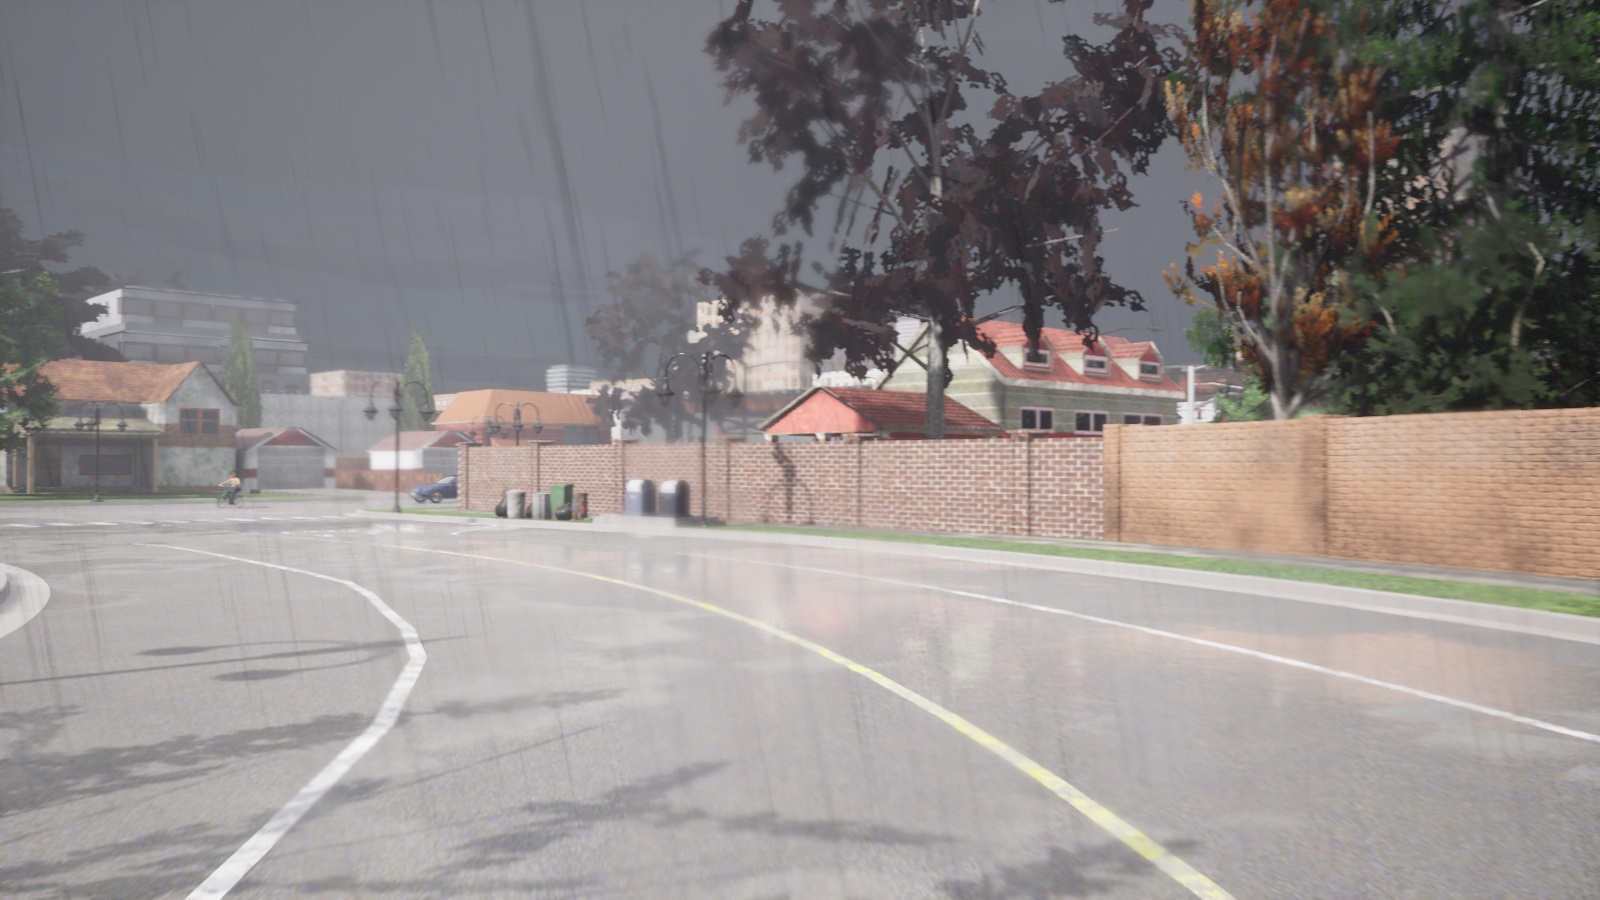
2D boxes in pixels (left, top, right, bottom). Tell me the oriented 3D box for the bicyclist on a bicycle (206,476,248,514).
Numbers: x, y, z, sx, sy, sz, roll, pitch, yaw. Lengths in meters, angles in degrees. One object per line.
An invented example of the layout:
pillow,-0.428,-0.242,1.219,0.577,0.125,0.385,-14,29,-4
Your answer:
bicyclist on a bicycle,-25.015,1.965,54.839,0.866,1.612,1.509,1,0,19

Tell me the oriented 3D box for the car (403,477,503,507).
car,-17.895,2.137,64.890,4.674,1.442,1.812,0,-1,-44
